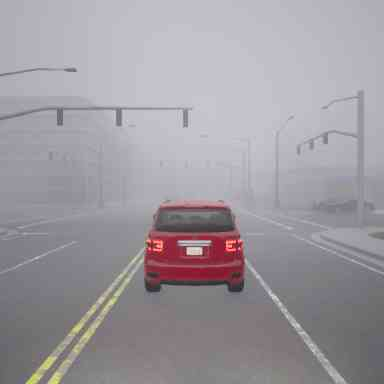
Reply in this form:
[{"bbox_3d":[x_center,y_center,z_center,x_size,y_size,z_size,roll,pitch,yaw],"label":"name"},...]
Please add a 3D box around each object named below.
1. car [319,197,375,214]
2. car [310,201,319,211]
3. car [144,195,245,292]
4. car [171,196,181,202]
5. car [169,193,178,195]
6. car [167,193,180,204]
[{"bbox_3d":[16.562,1.478,35.079,5.008,1.535,1.882,0,0,0],"label":"car"},{"bbox_3d":[16.103,1.352,38.586,4.553,1.767,2.097,0,0,0],"label":"car"},{"bbox_3d":[0.060,1.221,9.047,2.150,2.045,5.566,0,0,0],"label":"car"},{"bbox_3d":[-3.608,1.552,75.729,1.994,1.385,4.181,0,0,0],"label":"car"},{"bbox_3d":[-3.667,1.352,54.633,2.097,1.767,4.553,0,0,0],"label":"car"},{"bbox_3d":[-3.630,1.223,65.495,2.150,2.045,5.566,0,0,1],"label":"car"}]
